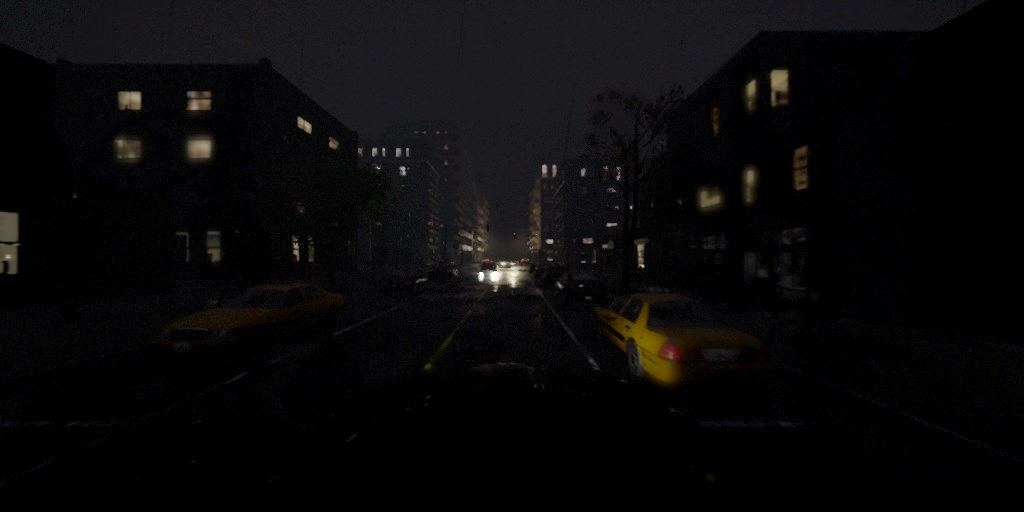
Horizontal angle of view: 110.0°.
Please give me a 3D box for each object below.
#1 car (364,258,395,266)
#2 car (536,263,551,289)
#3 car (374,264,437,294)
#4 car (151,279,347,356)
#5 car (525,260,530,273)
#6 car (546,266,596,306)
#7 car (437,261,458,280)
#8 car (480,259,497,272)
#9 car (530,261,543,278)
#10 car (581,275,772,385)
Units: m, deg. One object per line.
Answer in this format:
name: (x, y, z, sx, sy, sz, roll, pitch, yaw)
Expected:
car: (-19.994, 0.905, 54.137, 4.507, 1.381, 1.888, 0, 0, -1)
car: (2.827, 1.309, 22.810, 1.948, 1.339, 4.313, 0, 0, 0)
car: (-5.807, 1.295, 19.894, 2.007, 1.370, 4.403, 0, 0, 0)
car: (-5.757, 1.273, 8.659, 1.751, 1.417, 4.829, 0, 0, 0)
car: (2.832, 1.286, 40.813, 1.888, 1.381, 4.507, 0, 0, 0)
car: (2.796, 1.295, 15.265, 2.007, 1.370, 4.403, 0, 0, 0)
car: (-5.810, 1.182, 30.713, 1.967, 1.591, 4.097, 0, 0, 0)
car: (-3.000, 1.344, 46.411, 1.895, 1.301, 4.718, 0, 0, 0)
car: (2.830, 1.324, 31.811, 1.802, 1.307, 4.207, 0, 0, 0)
car: (2.753, 1.273, 7.044, 1.751, 1.417, 4.829, 0, 0, 0)
